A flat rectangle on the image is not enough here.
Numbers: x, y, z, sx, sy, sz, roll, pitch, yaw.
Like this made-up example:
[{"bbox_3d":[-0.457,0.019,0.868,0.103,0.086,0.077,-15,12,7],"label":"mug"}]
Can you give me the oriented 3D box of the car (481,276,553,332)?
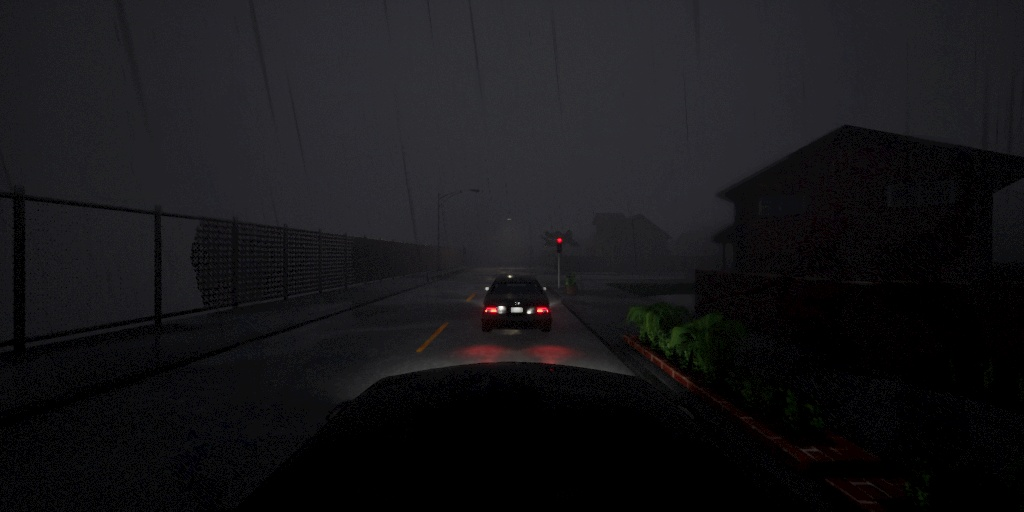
[{"bbox_3d":[0.118,1.295,10.825,2.033,1.411,5.357,0,0,0],"label":"car"}]
